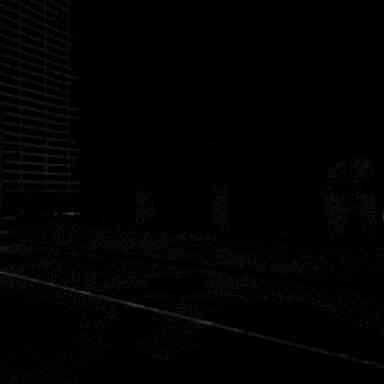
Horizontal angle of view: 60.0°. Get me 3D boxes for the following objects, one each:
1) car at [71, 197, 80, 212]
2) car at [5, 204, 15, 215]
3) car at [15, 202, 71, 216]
[{"bbox_3d":[-15.377,1.717,46.986,2.150,2.045,5.566,-1,0,34],"label":"car"},{"bbox_3d":[-21.363,2.050,38.166,2.033,1.411,5.357,-1,0,34],"label":"car"},{"bbox_3d":[-17.054,1.946,38.283,2.128,1.511,4.902,-1,0,34],"label":"car"}]
